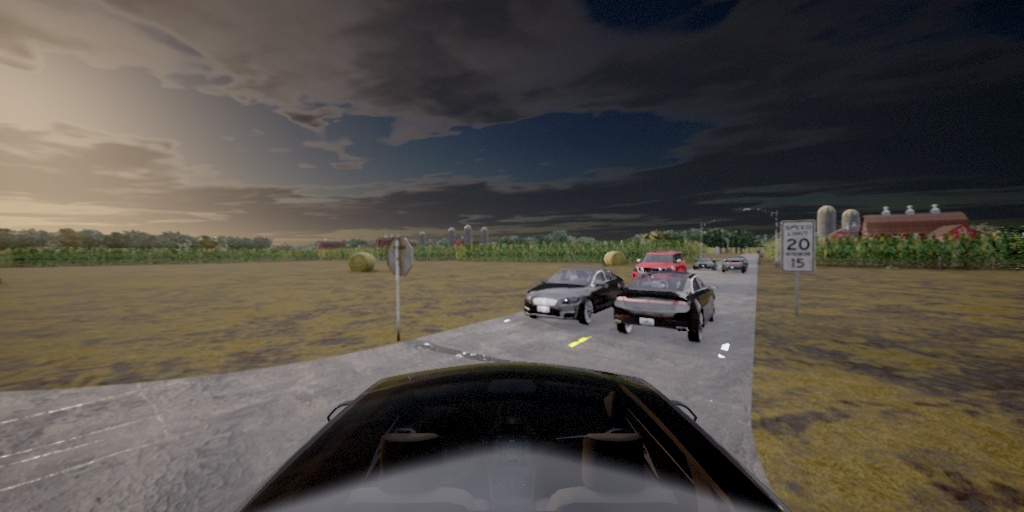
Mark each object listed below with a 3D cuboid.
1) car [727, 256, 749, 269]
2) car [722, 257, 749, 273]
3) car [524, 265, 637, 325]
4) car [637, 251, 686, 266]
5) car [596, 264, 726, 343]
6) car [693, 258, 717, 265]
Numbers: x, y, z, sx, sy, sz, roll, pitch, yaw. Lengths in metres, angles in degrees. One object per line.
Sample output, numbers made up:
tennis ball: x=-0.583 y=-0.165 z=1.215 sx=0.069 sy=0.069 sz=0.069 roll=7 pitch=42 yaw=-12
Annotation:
car: x=27.468 y=0.779 z=43.427 sx=2.033 sy=1.411 sz=5.357 roll=0 pitch=1 yaw=35
car: x=21.761 y=0.834 z=35.056 sx=2.128 sy=1.511 sz=4.902 roll=1 pitch=1 yaw=36
car: x=2.201 y=1.129 z=11.607 sx=2.128 sy=1.511 sz=4.902 roll=0 pitch=1 yaw=34
car: x=8.980 y=0.732 z=21.551 sx=2.150 sy=2.045 sz=5.566 roll=0 pitch=2 yaw=34
car: x=4.236 y=1.155 z=9.612 sx=2.128 sy=1.511 sz=4.902 roll=0 pitch=1 yaw=34
car: x=20.999 y=0.858 z=38.914 sx=1.994 sy=1.385 sz=4.181 roll=0 pitch=1 yaw=35
